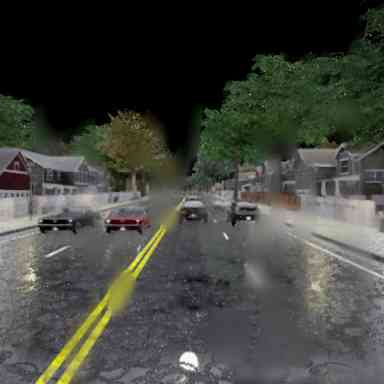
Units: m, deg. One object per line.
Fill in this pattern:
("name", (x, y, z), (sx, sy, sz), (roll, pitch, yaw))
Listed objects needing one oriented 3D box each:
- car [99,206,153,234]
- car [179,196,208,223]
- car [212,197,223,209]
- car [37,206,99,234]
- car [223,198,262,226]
("car", (-3.320, 1.458, 18.169), (1.895, 1.301, 4.718), (0, 0, 0))
("car", (0.095, 1.291, 23.422), (1.882, 1.535, 5.008), (0, 1, 0))
("car", (3.347, 1.275, 38.801), (1.895, 1.301, 4.718), (0, 1, 0))
("car", (-6.571, 1.458, 18.193), (1.895, 1.301, 4.718), (0, 0, 0))
("car", (3.341, 1.326, 21.927), (1.837, 1.490, 4.892), (0, -1, 0))
